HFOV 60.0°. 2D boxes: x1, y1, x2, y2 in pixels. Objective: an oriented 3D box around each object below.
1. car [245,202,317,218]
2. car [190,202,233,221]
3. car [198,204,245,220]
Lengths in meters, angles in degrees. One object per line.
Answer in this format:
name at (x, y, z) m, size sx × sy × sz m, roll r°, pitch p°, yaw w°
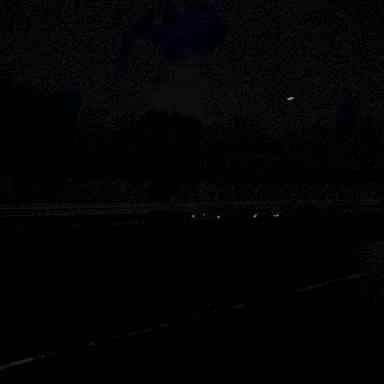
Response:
car at (5.880, 1.465, 20.915) m, size 4.553 × 1.767 × 2.097 m, roll 0°, pitch 0°, yaw -35°
car at (2.134, 1.605, 26.836) m, size 4.902 × 1.511 × 2.128 m, roll 0°, pitch 0°, yaw -35°
car at (3.062, 1.710, 23.228) m, size 4.718 × 1.301 × 1.895 m, roll 0°, pitch 0°, yaw -35°
